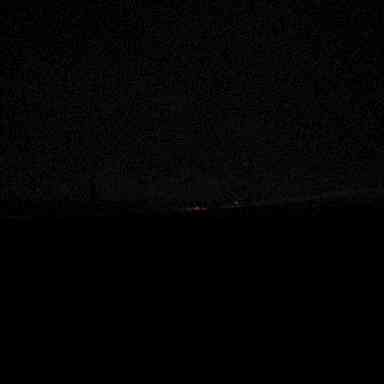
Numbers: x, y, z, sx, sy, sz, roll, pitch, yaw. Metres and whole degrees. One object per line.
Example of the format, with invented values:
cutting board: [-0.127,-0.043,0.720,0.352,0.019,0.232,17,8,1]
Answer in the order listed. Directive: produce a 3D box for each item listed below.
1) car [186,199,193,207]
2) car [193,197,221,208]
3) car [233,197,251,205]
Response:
car: [1.000,1.652,57.344,2.097,1.767,4.553,-1,0,36]
car: [2.847,1.772,53.796,2.128,1.511,4.902,-1,0,37]
car: [9.451,1.734,63.009,1.812,1.442,4.674,-1,0,36]
